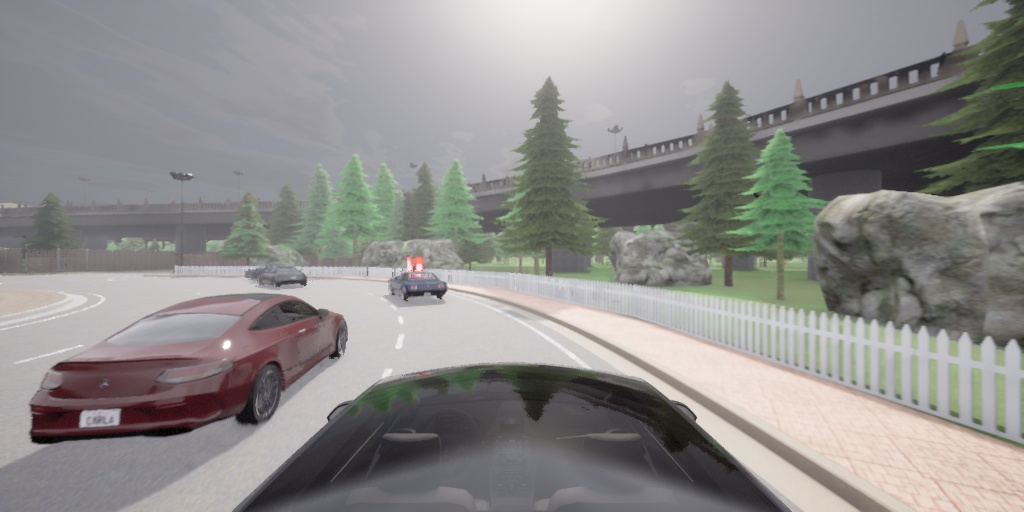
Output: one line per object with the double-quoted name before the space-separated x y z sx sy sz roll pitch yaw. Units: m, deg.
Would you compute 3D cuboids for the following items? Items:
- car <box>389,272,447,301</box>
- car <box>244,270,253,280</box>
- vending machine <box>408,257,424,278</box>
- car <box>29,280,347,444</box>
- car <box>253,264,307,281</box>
"car" -4.834 1.418 17.851 1.895 1.301 4.718 0 0 -29
"car" -21.719 1.459 32.505 5.357 1.411 2.033 0 0 22
"vending machine" -7.527 1.055 28.007 0.880 2.100 1.100 0 0 45
"car" -4.043 1.299 5.492 1.812 1.442 4.674 0 0 -9
"car" -16.336 1.437 25.469 4.181 1.385 1.994 0 0 38
